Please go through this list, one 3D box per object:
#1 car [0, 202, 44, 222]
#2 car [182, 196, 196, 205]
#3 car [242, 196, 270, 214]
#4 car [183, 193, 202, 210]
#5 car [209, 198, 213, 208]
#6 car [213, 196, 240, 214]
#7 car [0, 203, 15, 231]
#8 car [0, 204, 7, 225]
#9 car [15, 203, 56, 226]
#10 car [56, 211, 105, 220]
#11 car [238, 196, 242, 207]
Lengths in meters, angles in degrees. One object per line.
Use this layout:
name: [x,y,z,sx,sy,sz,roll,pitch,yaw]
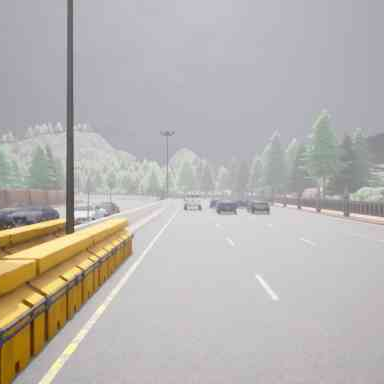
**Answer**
car: [-14.052,1.564,27.301,1.994,1.385,4.181,0,0,0]
car: [-0.529,1.491,58.742,2.128,1.511,4.902,0,0,-5]
car: [7.067,1.490,35.874,2.128,1.511,4.902,0,0,0]
car: [0.100,1.216,43.908,2.150,2.045,5.566,0,-1,0]
car: [3.523,1.478,47.485,1.882,1.535,5.008,0,0,0]
car: [3.605,1.478,35.938,1.882,1.535,5.008,0,0,0]
car: [-10.584,1.351,15.386,2.097,1.767,4.553,0,0,0]
car: [-14.002,1.564,21.231,1.994,1.385,4.181,0,0,0]
car: [-10.492,1.567,22.289,1.994,1.385,4.181,0,0,0]
car: [-7.000,1.529,21.996,1.812,1.442,4.674,0,0,0]
car: [7.015,1.352,46.952,2.097,1.767,4.553,0,0,0]
